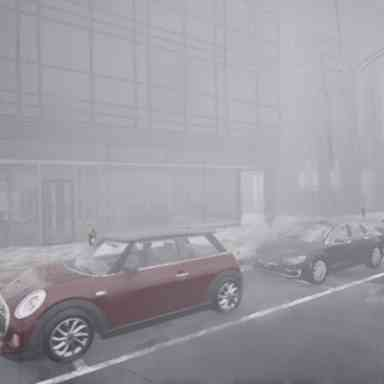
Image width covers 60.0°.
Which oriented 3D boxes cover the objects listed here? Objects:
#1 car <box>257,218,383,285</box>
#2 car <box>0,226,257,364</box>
[{"bbox_3d":[3.524,1.426,9.001,4.403,1.369,2.008,-1,0,-35],"label":"car"},{"bbox_3d":[-1.094,1.403,5.746,4.097,1.590,1.967,-1,0,-35],"label":"car"}]
